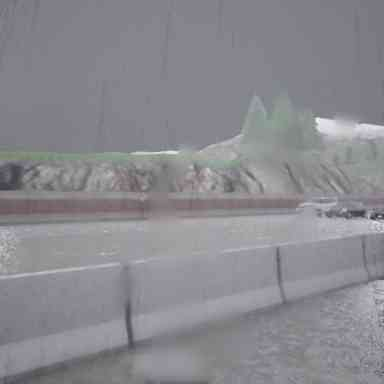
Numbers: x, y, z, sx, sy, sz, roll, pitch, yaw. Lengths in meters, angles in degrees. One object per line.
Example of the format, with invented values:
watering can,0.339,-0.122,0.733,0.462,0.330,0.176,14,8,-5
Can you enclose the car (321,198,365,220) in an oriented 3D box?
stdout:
car,14.827,1.679,31.865,4.553,1.767,2.097,1,0,-37

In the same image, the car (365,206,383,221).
car,17.618,1.901,29.578,4.181,1.385,1.994,1,0,-37

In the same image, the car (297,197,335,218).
car,13.437,1.556,35.148,5.566,2.045,2.150,1,0,-37
